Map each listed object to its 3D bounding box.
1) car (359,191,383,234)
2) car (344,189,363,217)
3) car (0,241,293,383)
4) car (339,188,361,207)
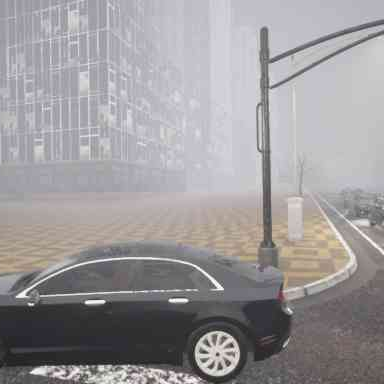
[{"bbox_3d":[8.983,0.928,14.429,2.128,1.511,4.902,-1,2,18],"label":"car"},{"bbox_3d":[11.023,0.759,20.726,1.994,1.385,4.181,-1,2,17],"label":"car"},{"bbox_3d":[-1.093,1.505,4.778,4.892,1.490,1.837,0,0,0],"label":"car"},{"bbox_3d":[13.008,0.453,26.793,2.128,1.511,4.902,-1,2,18],"label":"car"}]
